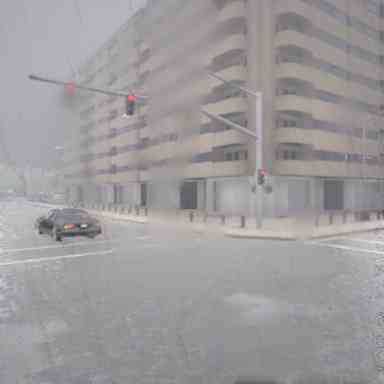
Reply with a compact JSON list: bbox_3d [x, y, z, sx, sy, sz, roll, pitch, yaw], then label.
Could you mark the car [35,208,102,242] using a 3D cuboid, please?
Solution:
[{"bbox_3d":[-6.240,1.520,16.489,2.033,1.411,5.357,0,0,-38],"label":"car"}]
